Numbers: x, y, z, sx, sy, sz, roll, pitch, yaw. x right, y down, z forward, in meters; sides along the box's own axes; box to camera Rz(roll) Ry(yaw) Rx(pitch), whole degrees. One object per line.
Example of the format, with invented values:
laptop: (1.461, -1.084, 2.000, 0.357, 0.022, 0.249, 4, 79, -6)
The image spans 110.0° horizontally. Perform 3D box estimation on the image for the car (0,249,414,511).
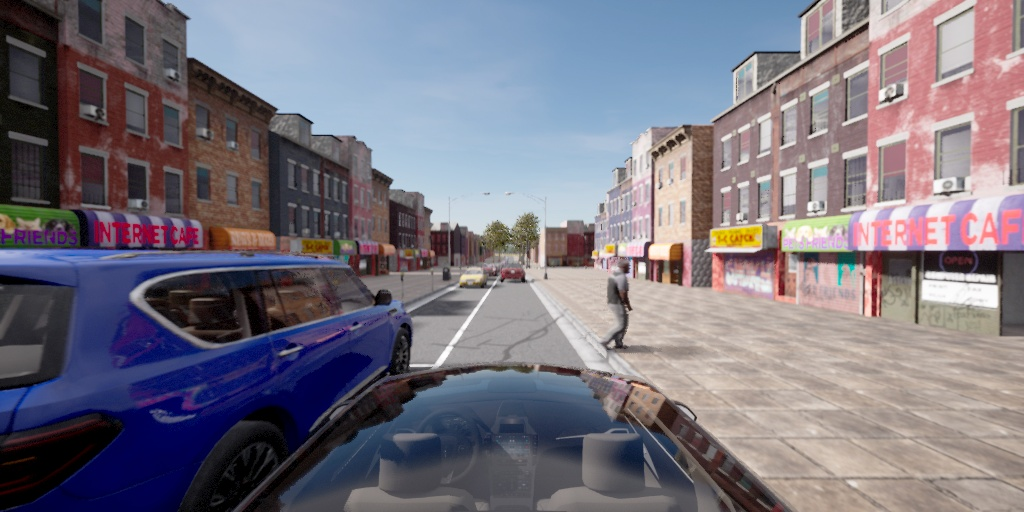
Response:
car: (-2.752, 0.988, 3.836, 2.150, 2.045, 5.566, 0, 0, 0)

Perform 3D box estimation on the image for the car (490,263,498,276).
car: (-2.677, 1.552, 41.840, 1.967, 1.591, 4.097, 0, 0, 0)

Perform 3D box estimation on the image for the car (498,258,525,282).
car: (0.065, 1.354, 31.961, 2.097, 1.767, 4.553, 0, 0, 0)

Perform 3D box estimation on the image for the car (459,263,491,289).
car: (-2.662, 1.458, 25.331, 1.751, 1.417, 4.829, 0, 0, 0)

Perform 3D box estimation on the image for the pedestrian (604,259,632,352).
pedestrian: (2.125, 0.927, 7.071, 0.375, 1.860, 0.375, 1, 1, 0)
